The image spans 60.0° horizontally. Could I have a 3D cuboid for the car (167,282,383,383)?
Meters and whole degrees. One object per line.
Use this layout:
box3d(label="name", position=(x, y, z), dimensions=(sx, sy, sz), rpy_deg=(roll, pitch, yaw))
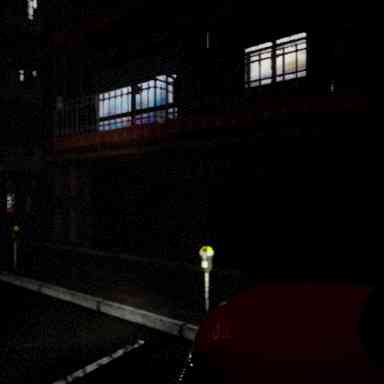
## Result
box3d(label="car", position=(2.447, 1.227, 1.640), dimensions=(5.566, 2.045, 2.150), rpy_deg=(0, 0, 35))
